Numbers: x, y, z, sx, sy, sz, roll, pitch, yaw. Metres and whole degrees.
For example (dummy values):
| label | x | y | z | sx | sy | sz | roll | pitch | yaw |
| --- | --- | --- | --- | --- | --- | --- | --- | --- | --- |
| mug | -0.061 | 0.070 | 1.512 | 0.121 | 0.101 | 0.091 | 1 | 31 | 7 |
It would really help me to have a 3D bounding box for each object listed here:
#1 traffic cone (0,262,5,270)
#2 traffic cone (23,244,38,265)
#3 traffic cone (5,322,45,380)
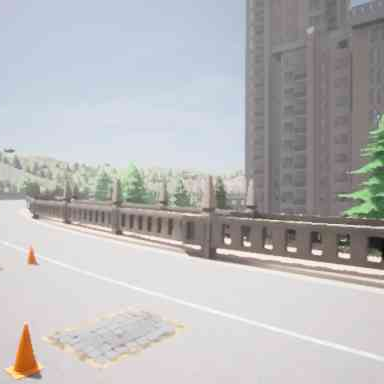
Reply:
| label | x | y | z | sx | sy | sz | roll | pitch | yaw |
| --- | --- | --- | --- | --- | --- | --- | --- | --- | --- |
| traffic cone | -5.564 | 1.900 | 9.466 | 0.340 | 0.580 | 0.340 | 1 | 0 | 38 |
| traffic cone | -4.944 | 1.911 | 10.251 | 0.340 | 0.580 | 0.340 | 1 | 0 | 38 |
| traffic cone | -2.091 | 1.940 | 4.179 | 0.340 | 0.580 | 0.340 | 1 | 0 | 38 |
